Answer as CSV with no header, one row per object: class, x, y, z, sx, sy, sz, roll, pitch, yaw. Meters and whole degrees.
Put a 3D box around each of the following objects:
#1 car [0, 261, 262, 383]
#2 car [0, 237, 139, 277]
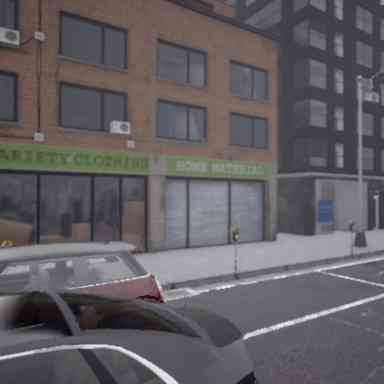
car,-1.743,1.531,1.941,4.892,1.490,1.837,0,-1,-33
car,-2.450,1.508,4.660,4.097,1.590,1.967,1,-1,-33
